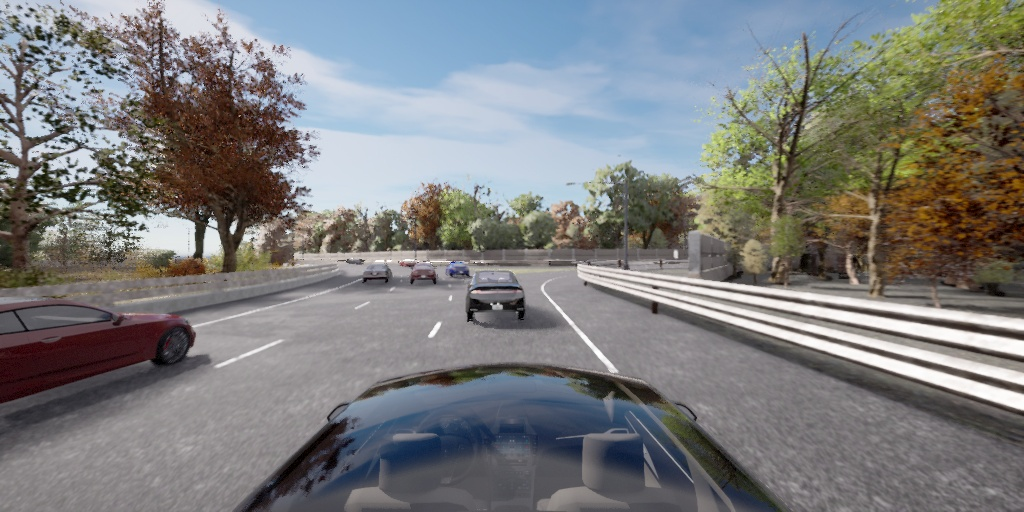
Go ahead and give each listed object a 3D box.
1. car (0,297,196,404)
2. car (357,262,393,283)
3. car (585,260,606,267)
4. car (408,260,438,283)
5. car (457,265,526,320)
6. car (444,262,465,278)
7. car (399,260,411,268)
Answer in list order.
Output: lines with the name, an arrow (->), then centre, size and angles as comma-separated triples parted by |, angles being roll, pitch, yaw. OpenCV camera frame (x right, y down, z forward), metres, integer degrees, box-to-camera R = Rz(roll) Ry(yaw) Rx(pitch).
car -> -7.085, 1.302, 5.073 | 1.812, 1.442, 4.674 | 0, 0, -2
car -> -10.564, 1.332, 28.334 | 2.033, 1.411, 5.357 | 0, 0, -15
car -> 10.405, 1.228, 45.595 | 1.812, 1.442, 4.674 | 0, 0, 40
car -> -6.913, 1.296, 27.972 | 1.812, 1.442, 4.674 | 0, 0, -14
car -> -0.661, 1.242, 12.596 | 2.128, 1.511, 4.902 | 0, 0, -6
car -> -5.362, 1.289, 34.876 | 1.812, 1.442, 4.674 | 0, 0, -18
car -> -18.114, 1.406, 62.344 | 1.895, 1.301, 4.718 | 0, 0, -32
